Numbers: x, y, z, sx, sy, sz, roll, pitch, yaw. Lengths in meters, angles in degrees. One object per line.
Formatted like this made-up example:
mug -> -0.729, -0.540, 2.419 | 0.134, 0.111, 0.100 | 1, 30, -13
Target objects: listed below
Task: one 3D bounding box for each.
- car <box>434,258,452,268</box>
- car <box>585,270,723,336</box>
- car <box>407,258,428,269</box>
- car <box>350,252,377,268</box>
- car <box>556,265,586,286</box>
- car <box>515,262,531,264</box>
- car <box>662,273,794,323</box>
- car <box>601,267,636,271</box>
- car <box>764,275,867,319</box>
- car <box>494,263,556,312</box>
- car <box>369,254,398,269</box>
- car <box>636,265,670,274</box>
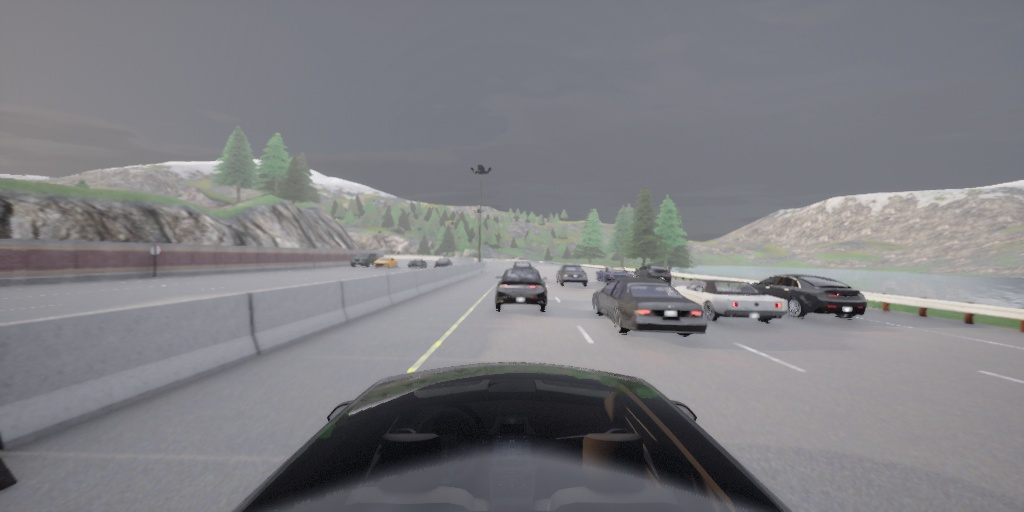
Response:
car -> -9.474, 0.981, 49.816 | 1.882, 1.535, 5.008 | 1, 0, -1
car -> 3.738, 1.363, 10.733 | 2.033, 1.411, 5.357 | 1, 0, 2
car -> -12.971, 0.998, 49.445 | 1.994, 1.385, 4.181 | 1, 0, -1
car -> -19.919, 0.518, 48.747 | 2.150, 2.045, 5.566 | 1, 0, -1
car -> 4.215, 1.355, 25.757 | 2.033, 1.411, 5.357 | 1, 0, 2
car -> 0.864, 1.228, 29.646 | 2.128, 1.511, 4.902 | 1, 0, 2
car -> 7.326, 1.486, 12.903 | 1.895, 1.301, 4.718 | 1, 0, 2
car -> 7.800, 1.478, 27.895 | 1.895, 1.301, 4.718 | 1, 0, 2
car -> 10.867, 1.460, 13.930 | 1.837, 1.490, 4.892 | 1, 0, 2
car -> 0.377, 1.234, 14.303 | 2.128, 1.511, 4.902 | 1, 0, 2
car -> -16.431, 0.844, 46.877 | 1.882, 1.535, 5.008 | 1, 0, 0
car -> 11.356, 1.454, 29.302 | 1.837, 1.490, 4.892 | 1, 1, 2
